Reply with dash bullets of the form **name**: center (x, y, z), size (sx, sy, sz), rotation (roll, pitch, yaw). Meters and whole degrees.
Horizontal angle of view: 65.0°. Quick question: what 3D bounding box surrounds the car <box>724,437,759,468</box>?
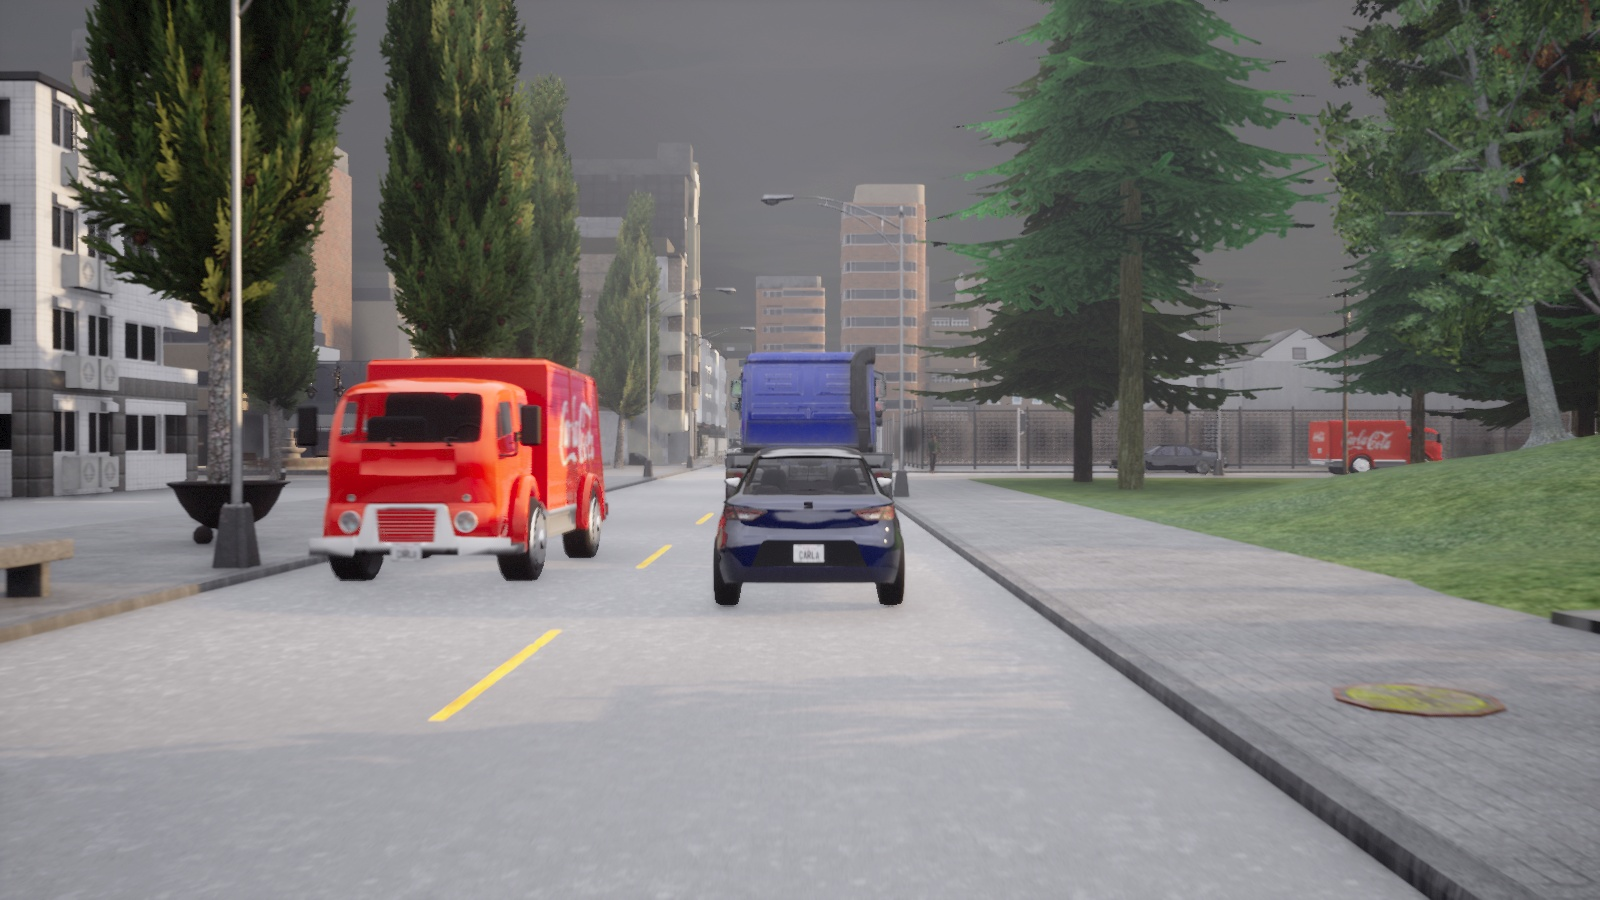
- **car**: center (-3.606, 0.120, 78.222), size (1.932, 1.855, 4.605), rotation (0, 0, 0)

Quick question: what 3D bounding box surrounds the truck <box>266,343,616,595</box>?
- **truck**: center (-3.897, 0.173, 14.897), size (2.627, 2.467, 5.204), rotation (0, 0, 0)

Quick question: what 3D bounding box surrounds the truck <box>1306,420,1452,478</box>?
- **truck**: center (25.472, -0.035, 55.390), size (5.204, 2.467, 2.627), rotation (0, 0, 0)

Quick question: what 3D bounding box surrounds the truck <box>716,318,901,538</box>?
- **truck**: center (0.159, -0.369, 23.713), size (2.891, 3.462, 7.936), rotation (0, 0, 0)

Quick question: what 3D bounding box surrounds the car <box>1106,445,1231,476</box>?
- **car**: center (17.397, 0.473, 59.455), size (5.357, 1.411, 2.033), rotation (0, 0, 0)

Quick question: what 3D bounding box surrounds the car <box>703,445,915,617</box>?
- **car**: center (0.091, 0.688, 12.881), size (1.816, 1.474, 4.193), rotation (0, 0, 0)

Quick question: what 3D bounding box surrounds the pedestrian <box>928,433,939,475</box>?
- **pedestrian**: center (6.235, 0.193, 58.724), size (0.423, 1.949, 0.788), rotation (0, 0, 0)
